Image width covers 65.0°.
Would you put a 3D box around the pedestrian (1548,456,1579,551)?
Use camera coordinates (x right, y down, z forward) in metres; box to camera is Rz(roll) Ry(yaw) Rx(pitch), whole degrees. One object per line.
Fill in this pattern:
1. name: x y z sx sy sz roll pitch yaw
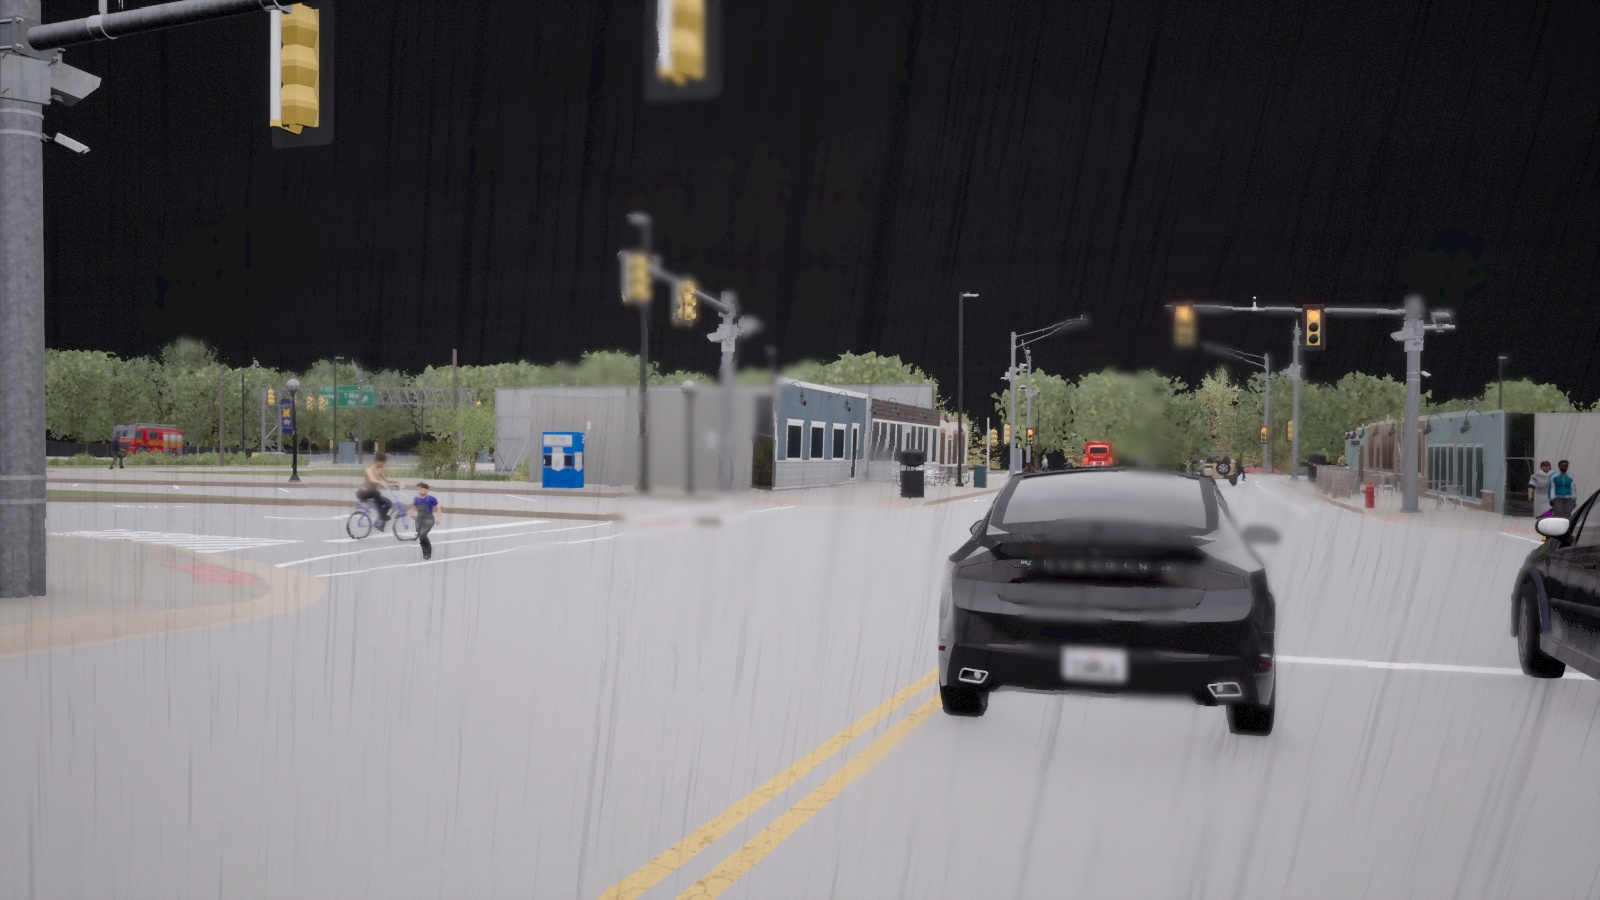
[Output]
1. pedestrian: 15.793 1.094 25.991 0.396 1.930 0.692 1 1 19

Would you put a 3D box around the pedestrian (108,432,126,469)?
1. pedestrian: -34.542 0.008 63.498 0.402 1.842 0.726 1 1 18

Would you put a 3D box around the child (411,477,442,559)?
1. child: -5.895 1.065 19.840 0.270 1.263 0.437 1 1 16

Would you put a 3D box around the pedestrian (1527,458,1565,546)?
1. pedestrian: 16.953 1.163 28.531 0.659 1.952 0.873 1 1 34

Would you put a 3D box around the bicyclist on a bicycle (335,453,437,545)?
1. bicyclist on a bicycle: -7.634 0.878 23.200 1.509 1.612 0.866 2 0 11

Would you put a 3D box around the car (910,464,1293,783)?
1. car: 2.155 0.886 8.577 1.837 1.490 4.892 1 -1 17

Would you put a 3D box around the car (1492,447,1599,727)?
1. car: 5.806 0.822 7.885 1.851 1.617 3.988 1 -1 18

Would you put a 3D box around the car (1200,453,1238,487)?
1. car: 23.680 1.096 71.104 1.932 1.855 4.605 1 0 17
